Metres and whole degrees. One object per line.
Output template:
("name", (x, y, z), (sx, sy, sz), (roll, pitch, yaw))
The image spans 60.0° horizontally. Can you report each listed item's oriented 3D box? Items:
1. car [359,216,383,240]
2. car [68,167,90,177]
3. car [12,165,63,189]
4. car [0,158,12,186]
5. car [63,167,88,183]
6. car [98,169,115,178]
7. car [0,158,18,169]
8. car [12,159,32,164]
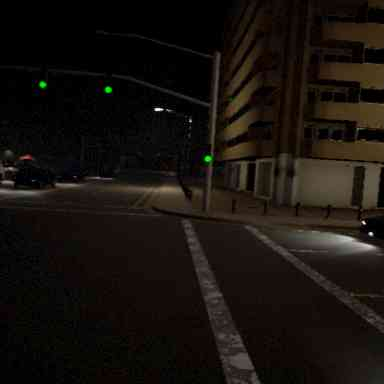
("car", (9.087, 1.280, 12.089), (5.357, 1.411, 2.033), (4, 4, -4))
("car", (-17.347, -3.098, 51.257), (1.812, 1.442, 4.674), (4, 4, -3))
("car", (-12.439, -1.161, 26.787), (1.882, 1.535, 5.008), (4, 4, -4))
("car", (-15.775, -1.463, 24.190), (2.150, 2.045, 5.566), (4, 4, -4))
("car", (-13.002, -1.848, 36.379), (1.882, 1.535, 5.008), (4, 4, -3))
("car", (-14.037, -3.103, 54.911), (2.033, 1.411, 5.357), (4, 4, -3))
("car", (-34.897, -5.430, 62.995), (1.905, 1.878, 3.866), (4, 4, -3))
("car", (-32.010, -5.249, 63.113), (1.932, 1.855, 4.605), (4, 4, -3))
